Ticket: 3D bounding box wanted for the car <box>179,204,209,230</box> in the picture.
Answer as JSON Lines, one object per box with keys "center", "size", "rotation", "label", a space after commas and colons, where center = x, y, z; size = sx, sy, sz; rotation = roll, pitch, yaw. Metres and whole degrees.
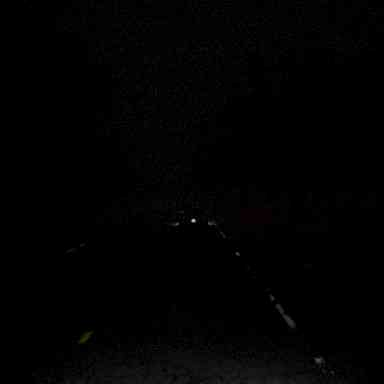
{"center": [0.102, 1.820, 23.158], "size": [1.994, 1.385, 4.181], "rotation": [-1, -1, 0], "label": "car"}
